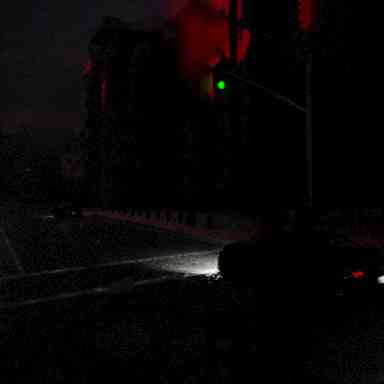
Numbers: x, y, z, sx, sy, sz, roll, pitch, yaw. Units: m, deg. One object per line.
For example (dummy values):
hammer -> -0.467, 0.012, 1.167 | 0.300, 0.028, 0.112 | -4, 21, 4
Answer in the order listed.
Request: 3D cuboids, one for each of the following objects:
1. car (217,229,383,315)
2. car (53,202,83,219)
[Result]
car -> 2.424, 1.567, 7.774 | 1.994, 1.385, 4.181 | 0, 0, -32
car -> -10.915, 1.563, 29.171 | 1.812, 1.442, 4.674 | 0, 0, -32
